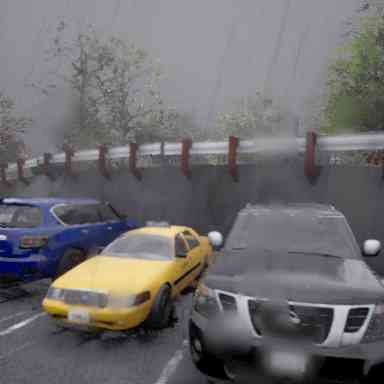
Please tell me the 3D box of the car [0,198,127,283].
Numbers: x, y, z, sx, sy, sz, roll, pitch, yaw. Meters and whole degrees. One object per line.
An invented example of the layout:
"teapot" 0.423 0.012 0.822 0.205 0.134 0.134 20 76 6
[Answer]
"car" -3.270 1.181 9.246 2.435 2.045 5.566 0 0 15

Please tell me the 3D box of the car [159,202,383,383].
"car" 1.628 1.222 5.672 2.435 2.045 5.566 1 0 16

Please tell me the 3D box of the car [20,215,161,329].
"car" -0.867 1.448 7.278 1.946 1.575 5.366 1 0 16
